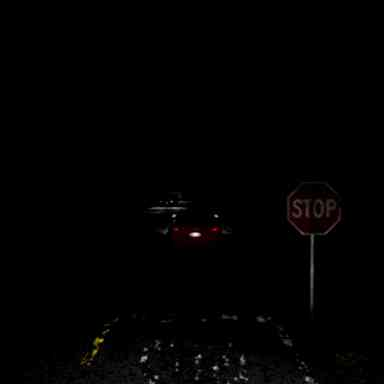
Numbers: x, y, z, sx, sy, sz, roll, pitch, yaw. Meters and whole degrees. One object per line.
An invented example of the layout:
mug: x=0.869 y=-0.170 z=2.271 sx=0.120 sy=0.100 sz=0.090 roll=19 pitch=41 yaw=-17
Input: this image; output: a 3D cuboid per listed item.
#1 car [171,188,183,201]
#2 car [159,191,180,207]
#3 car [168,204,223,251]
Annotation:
car: x=-2.656 y=0.382 z=55.625 sx=2.150 sy=2.045 sz=5.566 roll=0 pitch=1 yaw=1
car: x=-2.734 y=0.940 z=38.819 sx=1.837 sy=1.490 sz=4.892 roll=0 pitch=1 yaw=0
car: x=0.127 y=1.388 z=13.251 sx=1.994 sy=1.385 sz=4.181 roll=0 pitch=1 yaw=0
